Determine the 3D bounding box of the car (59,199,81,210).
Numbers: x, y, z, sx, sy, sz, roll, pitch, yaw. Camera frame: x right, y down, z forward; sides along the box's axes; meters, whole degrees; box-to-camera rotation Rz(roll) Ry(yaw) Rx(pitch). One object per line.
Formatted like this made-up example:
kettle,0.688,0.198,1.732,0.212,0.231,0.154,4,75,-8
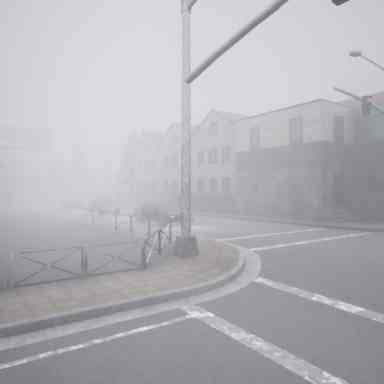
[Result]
car,-14.149,1.424,39.242,1.895,1.301,4.718,0,0,-35

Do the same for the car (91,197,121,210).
car,-10.516,1.328,40.428,1.837,1.490,4.892,0,0,-35

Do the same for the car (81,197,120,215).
car,-8.279,1.315,30.895,2.128,1.511,4.902,0,0,-35

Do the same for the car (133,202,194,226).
car,-2.071,1.371,22.119,2.033,1.411,5.357,0,0,-35
